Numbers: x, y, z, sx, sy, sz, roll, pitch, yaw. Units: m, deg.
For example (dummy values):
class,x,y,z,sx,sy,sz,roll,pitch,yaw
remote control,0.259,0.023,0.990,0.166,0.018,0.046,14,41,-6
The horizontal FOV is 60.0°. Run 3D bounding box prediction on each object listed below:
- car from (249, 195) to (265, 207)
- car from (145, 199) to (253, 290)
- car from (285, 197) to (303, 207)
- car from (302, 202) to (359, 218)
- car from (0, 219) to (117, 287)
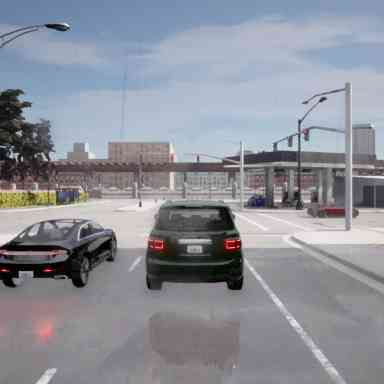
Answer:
class,x,y,z,sx,sy,sz,roll,pitch,yaw
car,9.651,1.295,49.415,2.242,1.667,4.611,0,0,0
car,0.073,1.221,9.231,2.150,2.045,5.566,0,0,0
car,15.395,1.456,50.184,1.970,1.475,3.806,0,0,0
car,12.355,1.564,29.288,4.181,1.385,1.994,0,0,-1
car,-3.431,1.492,9.315,2.128,1.511,4.902,0,0,0
